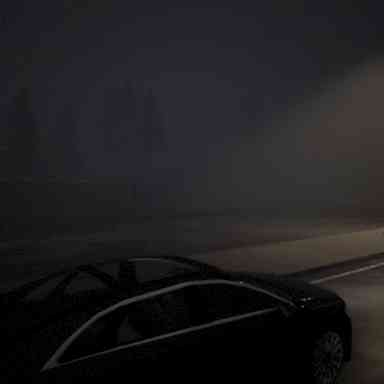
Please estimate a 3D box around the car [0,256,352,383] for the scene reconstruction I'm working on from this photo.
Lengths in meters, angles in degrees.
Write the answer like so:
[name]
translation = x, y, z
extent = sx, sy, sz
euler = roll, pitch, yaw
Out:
[car]
translation = -0.197, 1.483, 3.606
extent = 4.902, 1.511, 2.128
euler = 0, 0, -36
